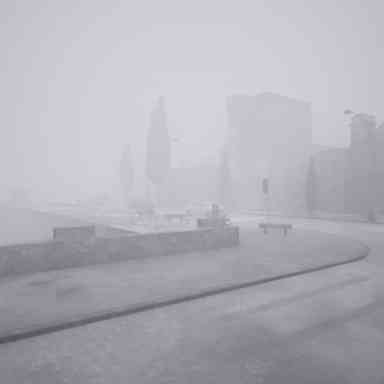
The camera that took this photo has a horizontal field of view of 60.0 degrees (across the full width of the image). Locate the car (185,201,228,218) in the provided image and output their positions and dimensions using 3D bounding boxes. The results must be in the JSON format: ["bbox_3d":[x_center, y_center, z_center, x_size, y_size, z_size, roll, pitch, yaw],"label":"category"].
[{"bbox_3d":[1.176,1.526,29.482,1.812,1.442,4.674,0,0,-36],"label":"car"}]

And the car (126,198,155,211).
[{"bbox_3d":[-6.214,1.506,39.825,1.837,1.490,4.892,0,0,-35],"label":"car"}]

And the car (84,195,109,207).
[{"bbox_3d":[-15.563,1.548,53.045,2.033,1.411,5.357,0,0,-35],"label":"car"}]

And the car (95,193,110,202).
[{"bbox_3d":[-17.293,1.221,62.522,2.150,2.045,5.566,0,0,-36],"label":"car"}]
